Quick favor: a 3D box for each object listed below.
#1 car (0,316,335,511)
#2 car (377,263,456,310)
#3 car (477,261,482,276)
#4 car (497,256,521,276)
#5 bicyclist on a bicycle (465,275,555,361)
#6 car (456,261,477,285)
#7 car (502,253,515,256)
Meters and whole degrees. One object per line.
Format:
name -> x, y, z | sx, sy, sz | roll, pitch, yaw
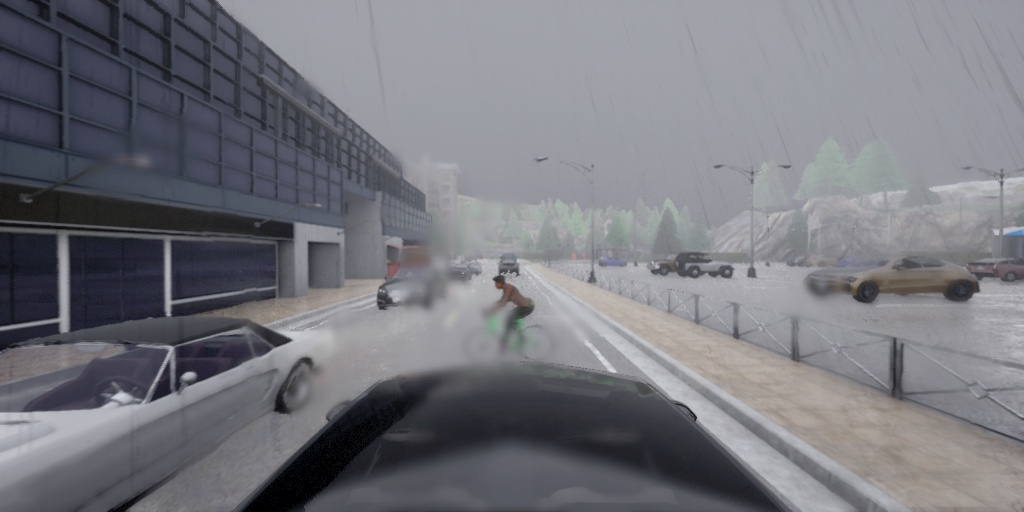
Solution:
car -> -3.601, 1.340, 3.205 | 1.895, 1.301, 4.718 | 0, 0, -1
car -> -3.721, 1.140, 14.092 | 2.128, 1.511, 4.902 | 0, 1, -1
car -> -3.859, 1.093, 33.090 | 1.895, 1.301, 4.718 | 0, 0, 0
car -> -0.273, 0.997, 32.859 | 1.837, 1.490, 4.892 | 0, 0, 0
bicyclist on a bicycle -> -0.048, 1.158, 6.513 | 1.656, 1.620, 0.582 | -2, 0, -1
car -> -3.739, 1.164, 24.442 | 1.895, 1.301, 4.718 | 0, 0, -1
car -> -0.435, 0.597, 47.230 | 2.150, 2.045, 5.566 | 0, 1, 0
